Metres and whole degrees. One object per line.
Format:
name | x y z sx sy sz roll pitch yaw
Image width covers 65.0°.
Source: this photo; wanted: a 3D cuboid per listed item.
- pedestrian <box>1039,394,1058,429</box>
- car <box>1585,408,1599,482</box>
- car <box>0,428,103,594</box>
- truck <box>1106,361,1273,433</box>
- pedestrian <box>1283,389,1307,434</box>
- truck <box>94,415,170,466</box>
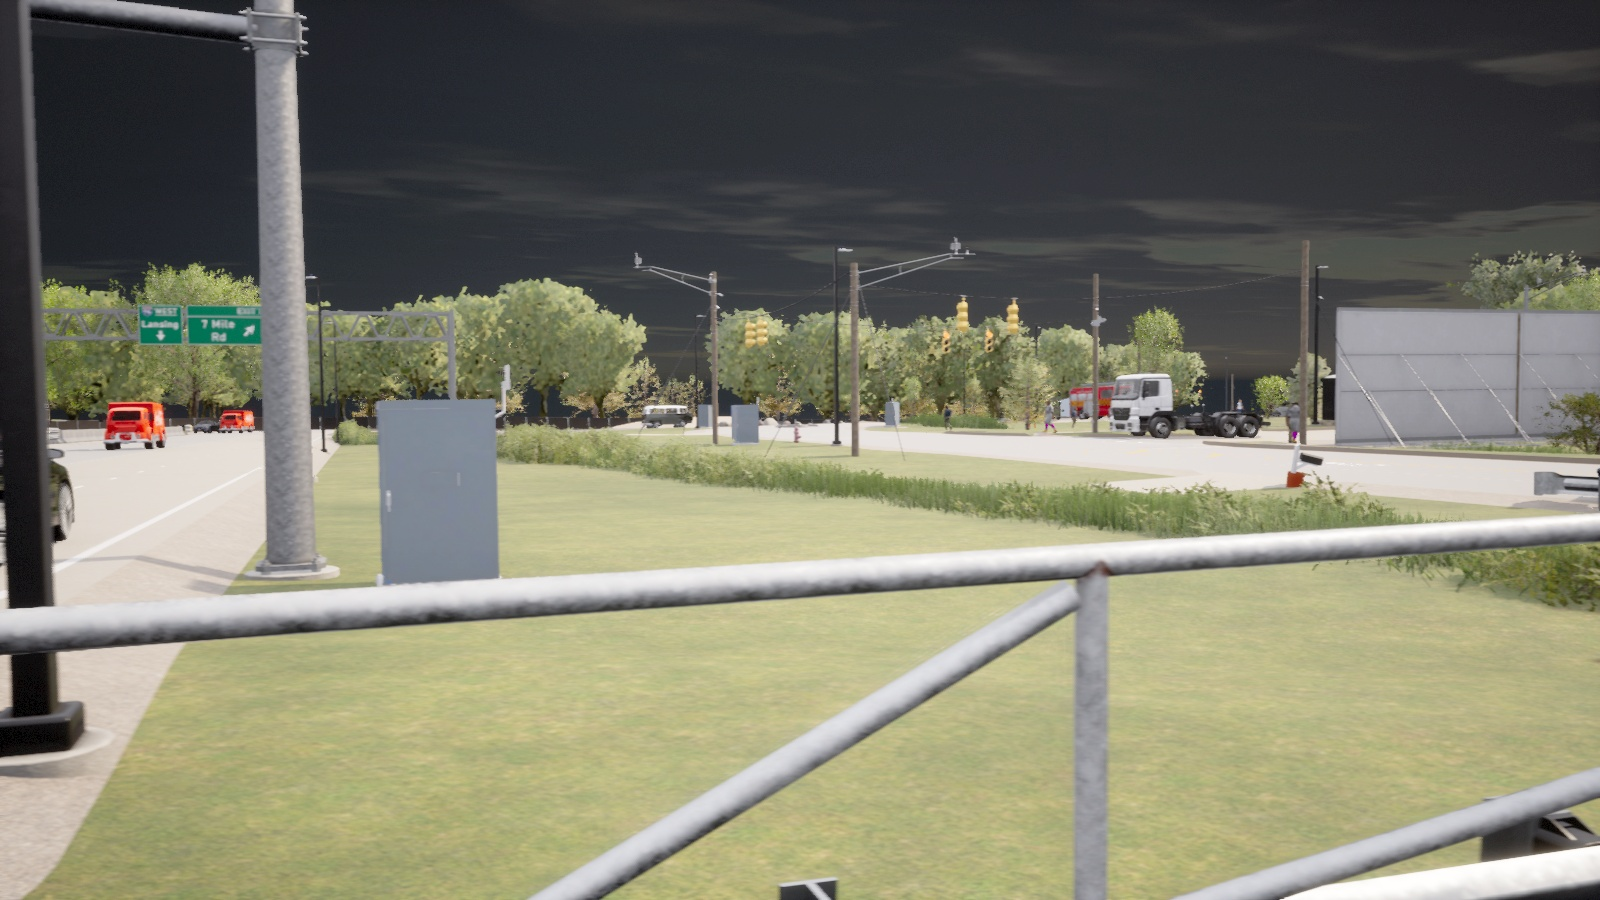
pedestrian | 14.248 -2.229 71.966 0.873 1.952 0.659 -2 3 -4
car | 17.038 -0.073 22.102 2.033 1.411 5.357 -3 2 -19
car | -9.098 0.564 13.305 2.128 1.511 4.902 -3 2 -19
truck | 20.430 -2.798 66.054 7.936 3.462 2.891 -2 2 -12
pedestrian | 21.815 -1.696 55.321 0.659 1.952 0.873 1 4 44
truck | -34.949 -0.510 65.883 2.627 2.467 5.204 -3 2 -19
